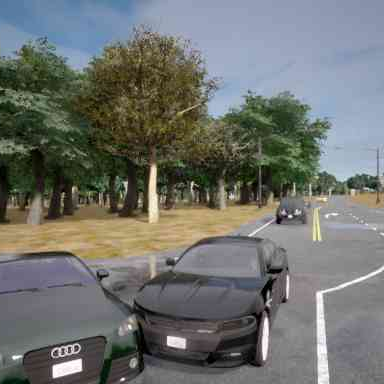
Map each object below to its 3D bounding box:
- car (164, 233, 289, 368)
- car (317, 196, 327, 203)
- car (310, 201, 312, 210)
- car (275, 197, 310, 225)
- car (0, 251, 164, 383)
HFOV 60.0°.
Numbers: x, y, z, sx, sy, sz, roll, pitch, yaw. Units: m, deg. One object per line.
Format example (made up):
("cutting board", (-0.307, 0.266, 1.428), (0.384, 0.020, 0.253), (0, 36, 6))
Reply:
("car", (0.714, 1.613, 6.320), (1.882, 1.535, 5.008), (-1, -2, 21))
("car", (28.370, 1.627, 72.493), (1.882, 1.535, 5.008), (-1, 0, 26))
("car", (16.239, 1.831, 48.007), (1.895, 1.301, 4.718), (-1, 0, 24))
("car", (7.939, 1.411, 26.268), (2.150, 2.045, 5.566), (-1, 0, 20))
("car", (-2.328, 1.643, 5.014), (1.994, 1.385, 4.181), (1, -2, -33))
